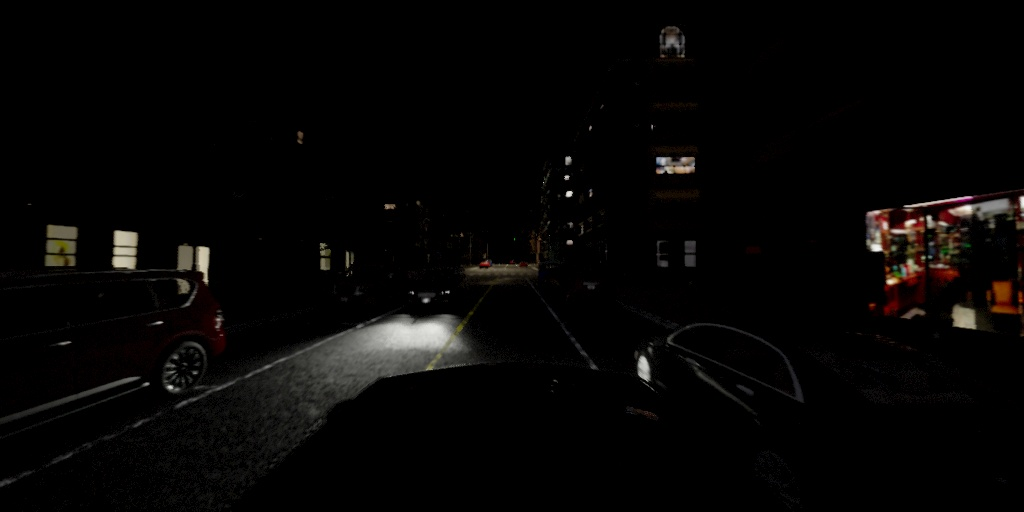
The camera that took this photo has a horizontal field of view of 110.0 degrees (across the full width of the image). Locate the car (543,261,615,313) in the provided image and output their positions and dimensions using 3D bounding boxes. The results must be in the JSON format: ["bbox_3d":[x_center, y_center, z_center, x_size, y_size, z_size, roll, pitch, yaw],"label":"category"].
[{"bbox_3d":[2.692,1.173,14.625,2.192,1.841,5.009,0,0,0],"label":"car"}]

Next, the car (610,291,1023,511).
[{"bbox_3d":[2.692,1.318,3.811,2.007,1.370,4.403,0,0,0],"label":"car"}]

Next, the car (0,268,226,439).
[{"bbox_3d":[-5.689,1.083,3.819,2.192,1.841,5.009,0,0,0],"label":"car"}]

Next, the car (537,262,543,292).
[{"bbox_3d":[2.692,1.344,20.032,1.967,1.591,4.097,0,0,0],"label":"car"}]

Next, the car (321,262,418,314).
[{"bbox_3d":[-5.689,1.173,14.633,2.192,1.841,5.009,0,0,0],"label":"car"}]

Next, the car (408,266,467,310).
[{"bbox_3d":[-3.098,1.356,15.383,2.128,1.511,4.902,0,0,0],"label":"car"}]
